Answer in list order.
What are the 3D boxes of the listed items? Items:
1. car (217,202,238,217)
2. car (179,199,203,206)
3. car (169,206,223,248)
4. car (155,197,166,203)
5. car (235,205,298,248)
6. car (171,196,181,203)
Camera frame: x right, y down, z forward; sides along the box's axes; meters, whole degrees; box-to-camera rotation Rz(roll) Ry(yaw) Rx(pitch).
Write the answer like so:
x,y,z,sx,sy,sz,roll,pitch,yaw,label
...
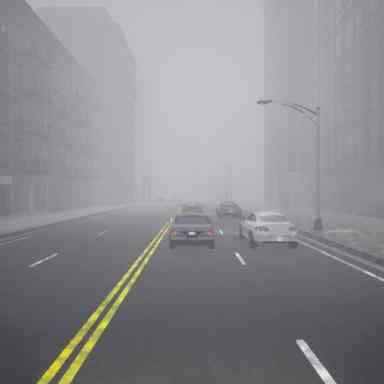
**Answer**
x,y,z,sx,sy,sz,roll,pitch,yaw,label
3.250,1.579,29.650,1.994,1.385,4.181,0,0,0,car
0.000,1.539,29.650,1.812,1.442,4.674,0,0,0,car
0.000,1.564,14.650,2.033,1.411,5.357,0,0,0,car
-6.500,1.595,69.151,1.895,1.301,4.718,0,0,0,car
3.250,1.533,14.650,1.812,1.442,4.674,0,0,0,car
-3.250,1.525,69.182,2.128,1.511,4.902,0,0,0,car
